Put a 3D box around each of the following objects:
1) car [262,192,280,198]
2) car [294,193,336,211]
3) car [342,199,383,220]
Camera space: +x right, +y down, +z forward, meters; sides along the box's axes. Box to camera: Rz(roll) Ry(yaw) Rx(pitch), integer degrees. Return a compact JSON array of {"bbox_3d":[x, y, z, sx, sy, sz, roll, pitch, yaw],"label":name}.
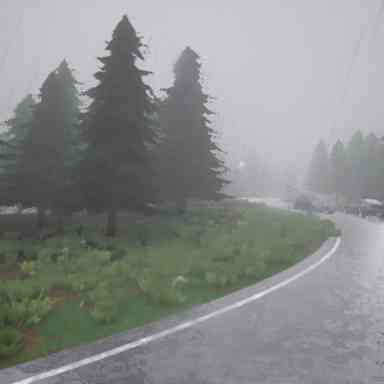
[{"bbox_3d":[16.482,0.610,69.330,1.895,1.301,4.718,1,-2,40],"label":"car"},{"bbox_3d":[10.622,0.937,28.879,2.097,1.767,4.553,3,2,-3],"label":"car"},{"bbox_3d":[13.968,1.334,27.134,1.837,1.490,4.892,4,1,2],"label":"car"}]
